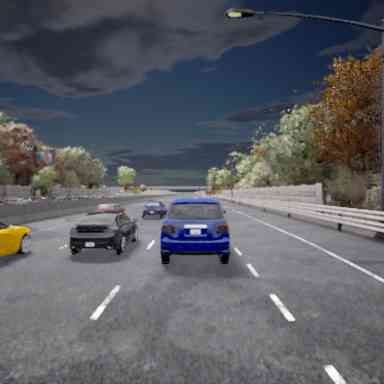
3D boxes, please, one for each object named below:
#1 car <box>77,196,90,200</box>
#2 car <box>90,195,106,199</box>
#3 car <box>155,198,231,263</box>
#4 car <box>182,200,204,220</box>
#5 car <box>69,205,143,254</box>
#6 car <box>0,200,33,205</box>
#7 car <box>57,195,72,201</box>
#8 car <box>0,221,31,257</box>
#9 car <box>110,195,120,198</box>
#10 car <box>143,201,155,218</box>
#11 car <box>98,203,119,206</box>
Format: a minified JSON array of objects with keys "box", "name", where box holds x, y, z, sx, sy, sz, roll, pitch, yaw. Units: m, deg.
[{"box":[-24.513,1.604,75.668,1.895,1.301,4.718,0,0,0],"name":"car"},{"box":[-21.013,1.487,75.699,1.882,1.535,5.008,0,0,0],"name":"car"},{"box":[0.100,1.223,12.104,2.150,2.045,5.566,0,0,0],"name":"car"},{"box":[0.097,1.517,29.526,1.837,1.490,4.892,0,0,0],"name":"car"},{"box":[-3.402,1.506,13.508,1.837,1.490,4.892,0,0,0],"name":"car"},{"box":[-17.596,1.581,34.488,1.994,1.385,4.181,0,0,0],"name":"car"},{"box":[-28.013,1.356,73.388,1.837,1.490,4.892,0,0,0],"name":"car"},{"box":[-6.901,1.478,10.342,1.882,1.535,5.008,0,0,0],"name":"car"},{"box":[-17.513,1.487,75.700,1.882,1.535,5.008,0,0,0],"name":"car"},{"box":[-3.406,1.538,30.528,1.812,1.442,4.674,0,0,0],"name":"car"},{"box":[-6.903,1.611,27.983,1.895,1.301,4.718,0,0,0],"name":"car"}]
